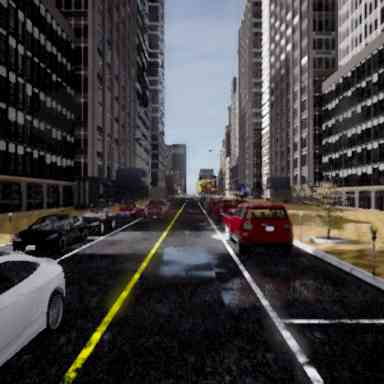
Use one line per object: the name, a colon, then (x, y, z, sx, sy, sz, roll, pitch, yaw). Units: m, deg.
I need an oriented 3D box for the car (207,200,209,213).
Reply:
car: (2.703, 1.667, 30.521, 1.947, 1.339, 4.313, 0, 0, 0)

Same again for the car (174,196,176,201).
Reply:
car: (-5.663, 1.576, 80.377, 2.192, 1.841, 5.009, 0, 0, 0)

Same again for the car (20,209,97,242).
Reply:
car: (-5.682, 1.614, 13.904, 1.947, 1.339, 4.313, 0, 0, 0)

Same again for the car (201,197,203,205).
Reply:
car: (2.708, 1.706, 47.139, 2.008, 1.369, 4.403, 0, 0, 0)

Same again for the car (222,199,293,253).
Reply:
car: (2.699, 1.362, 13.903, 2.192, 1.841, 5.009, 0, 0, 0)

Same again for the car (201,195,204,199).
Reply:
car: (2.709, 1.699, 52.848, 1.752, 1.417, 4.829, 0, 0, 0)

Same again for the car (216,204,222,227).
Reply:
car: (2.700, 1.610, 19.442, 1.887, 1.381, 4.507, 0, 0, 0)

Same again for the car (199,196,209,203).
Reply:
car: (2.715, 1.683, 74.835, 1.967, 1.590, 4.097, 0, 0, 0)

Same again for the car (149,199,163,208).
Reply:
car: (-5.671, 1.756, 52.680, 1.802, 1.307, 4.206, 0, 0, 0)

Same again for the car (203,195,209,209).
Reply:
car: (2.706, 1.434, 36.061, 2.192, 1.841, 5.009, 0, 0, 0)

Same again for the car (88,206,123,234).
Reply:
car: (-5.681, 1.617, 19.443, 2.008, 1.369, 4.403, 0, 0, 0)

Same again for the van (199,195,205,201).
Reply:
van: (2.720, 1.636, 91.453, 1.690, 1.788, 3.998, 0, 0, 0)

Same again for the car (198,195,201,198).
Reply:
car: (2.715, 1.541, 69.296, 2.192, 1.841, 5.009, 0, 0, 0)

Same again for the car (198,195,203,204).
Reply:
car: (2.712, 1.774, 63.756, 1.947, 1.339, 4.313, 0, 0, 0)

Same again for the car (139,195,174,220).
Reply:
car: (-3.005, 1.449, 29.252, 2.097, 1.767, 4.553, 0, 0, 0)

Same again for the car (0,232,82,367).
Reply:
car: (-3.087, 1.540, 4.084, 1.812, 1.442, 4.674, 0, 0, 0)

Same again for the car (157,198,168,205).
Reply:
car: (-5.668, 1.791, 63.758, 1.802, 1.307, 4.206, 0, 0, 0)

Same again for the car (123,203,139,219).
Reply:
car: (-5.677, 1.684, 30.522, 1.802, 1.307, 4.206, 0, 0, 0)

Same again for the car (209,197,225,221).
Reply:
car: (2.702, 1.398, 24.983, 2.192, 1.841, 5.009, 0, 0, 0)
